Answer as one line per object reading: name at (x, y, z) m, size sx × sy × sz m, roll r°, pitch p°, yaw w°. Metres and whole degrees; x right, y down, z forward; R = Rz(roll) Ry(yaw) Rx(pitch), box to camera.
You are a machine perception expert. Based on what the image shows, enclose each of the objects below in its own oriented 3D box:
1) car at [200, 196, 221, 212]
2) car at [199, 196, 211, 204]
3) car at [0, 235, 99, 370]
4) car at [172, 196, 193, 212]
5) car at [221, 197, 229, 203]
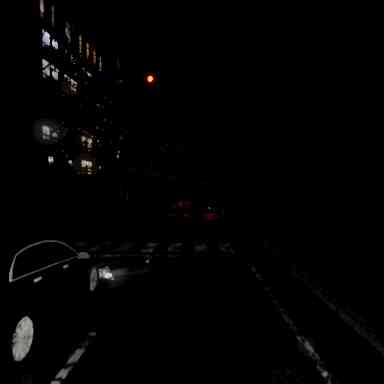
car at (2.208, 1.546, 39.565) m, size 1.837 × 1.490 × 4.892 m, roll 0°, pitch 0°, yaw 5°
car at (2.784, 1.660, 69.100) m, size 1.837 × 1.490 × 4.892 m, roll 0°, pitch 0°, yaw 10°
car at (-3.047, 1.496, 5.686) m, size 1.837 × 1.490 × 4.892 m, roll 0°, pitch -1°, yaw 1°
car at (-1.067, 1.392, 39.419) m, size 2.097 × 1.767 × 4.553 m, roll 0°, pitch 0°, yaw 5°
car at (7.226, 1.744, 75.436) m, size 1.994 × 1.385 × 4.181 m, roll 0°, pitch 0°, yaw 11°
